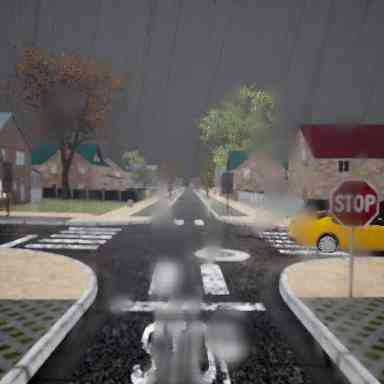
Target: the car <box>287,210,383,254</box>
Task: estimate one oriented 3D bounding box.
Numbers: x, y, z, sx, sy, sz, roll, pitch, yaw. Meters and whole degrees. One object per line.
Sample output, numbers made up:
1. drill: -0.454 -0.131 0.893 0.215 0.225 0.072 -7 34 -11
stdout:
1. car: 6.191 1.429 12.587 5.008 1.535 1.882 2 2 -1
